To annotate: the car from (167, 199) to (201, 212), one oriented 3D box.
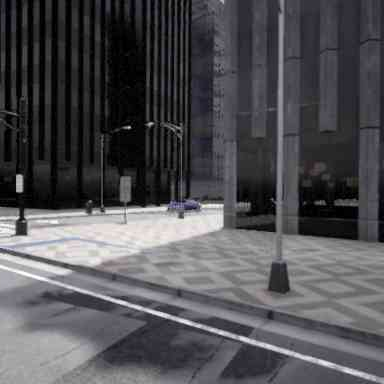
[{"bbox_3d":[-0.800,1.501,36.429,1.812,1.442,4.674,1,0,36],"label":"car"}]
